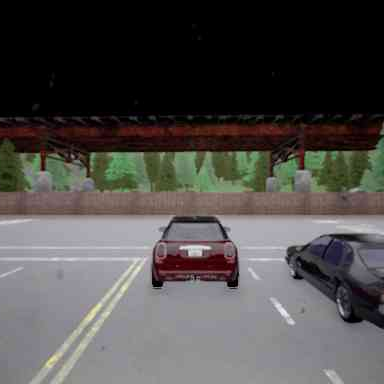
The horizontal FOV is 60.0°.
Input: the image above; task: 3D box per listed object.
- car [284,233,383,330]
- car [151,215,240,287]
[{"bbox_3d":[3.579,1.610,7.237,2.033,1.411,5.357,0,0,0],"label":"car"},{"bbox_3d":[0.081,1.435,9.695,2.097,1.767,4.553,0,-1,0],"label":"car"}]
